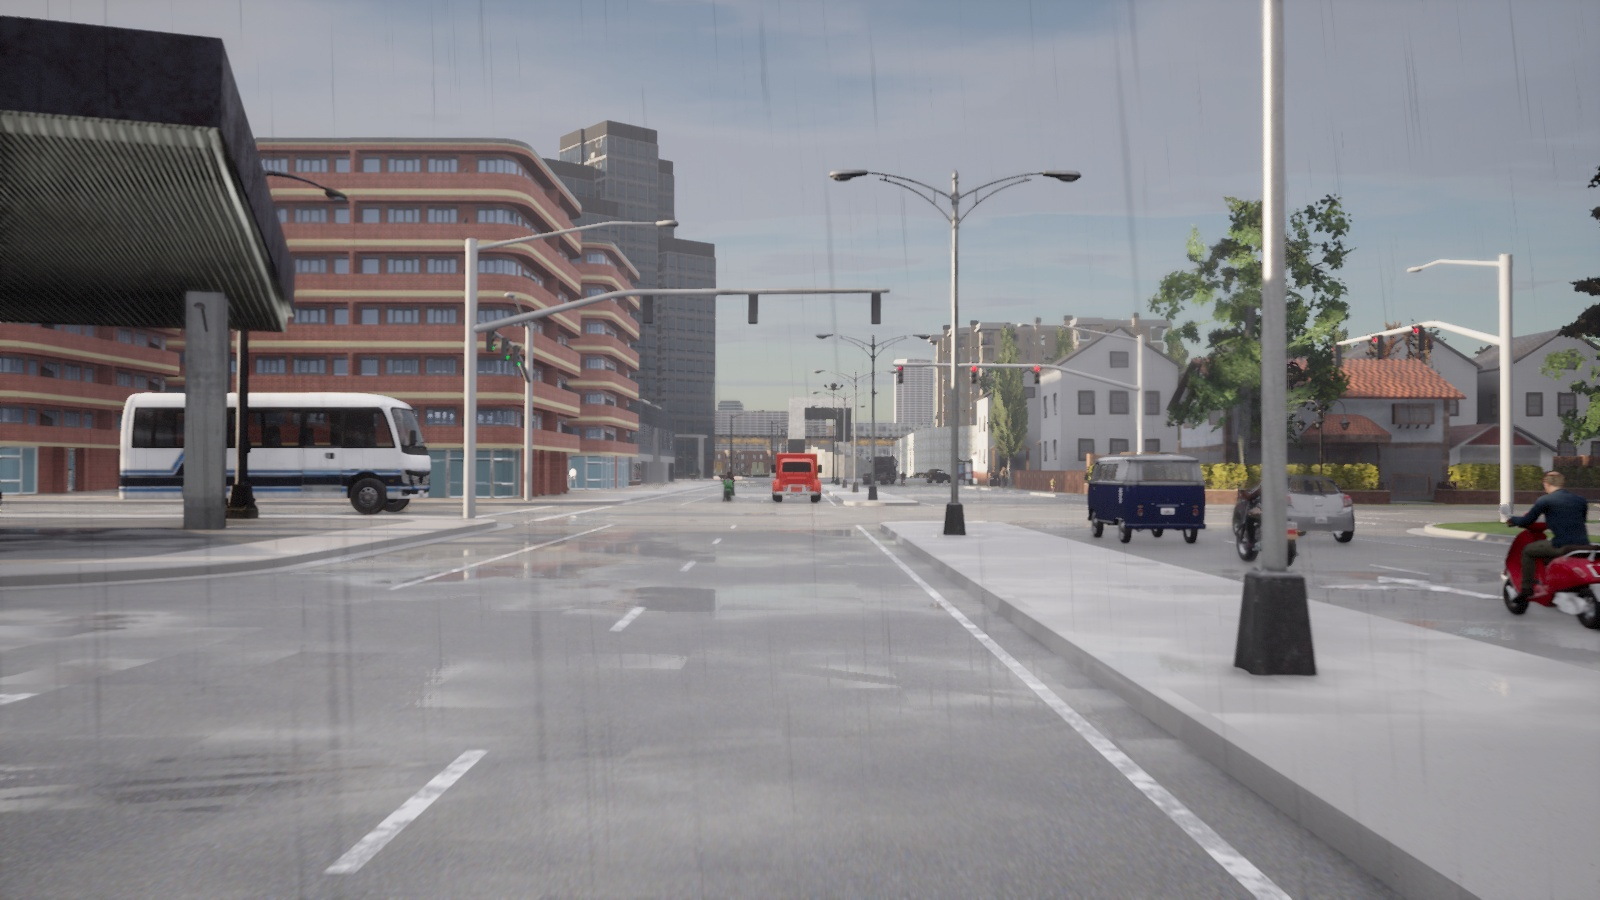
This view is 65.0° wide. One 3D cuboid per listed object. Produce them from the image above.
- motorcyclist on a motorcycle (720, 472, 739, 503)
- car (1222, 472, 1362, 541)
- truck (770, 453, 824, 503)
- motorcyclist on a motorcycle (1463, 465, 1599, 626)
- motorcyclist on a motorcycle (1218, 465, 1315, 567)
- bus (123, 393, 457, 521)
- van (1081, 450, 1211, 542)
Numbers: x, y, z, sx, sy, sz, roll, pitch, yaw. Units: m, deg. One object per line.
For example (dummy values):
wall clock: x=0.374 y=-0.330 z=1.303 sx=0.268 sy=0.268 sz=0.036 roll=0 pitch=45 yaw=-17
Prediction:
motorcyclist on a motorcycle: x=-3.560 y=1.874 z=63.483 sx=0.797 sy=1.523 sz=2.044 roll=0 pitch=-1 yaw=2
car: x=11.429 y=1.275 z=29.419 sx=1.845 sy=1.501 sz=3.633 roll=0 pitch=-1 yaw=0
truck: x=-0.158 y=1.409 z=64.512 sx=2.627 sy=2.467 sz=5.204 roll=0 pitch=-1 yaw=0
motorcyclist on a motorcycle: x=7.967 y=0.959 z=13.336 sx=0.866 sy=1.590 sz=1.817 roll=0 pitch=-1 yaw=0
motorcyclist on a motorcycle: x=7.948 y=1.093 z=21.524 sx=0.766 sy=1.649 sz=2.350 roll=0 pitch=-1 yaw=0
bus: x=-17.883 y=0.258 z=44.695 sx=10.273 sy=4.253 sz=3.944 roll=0 pitch=-1 yaw=-1
van: x=7.928 y=1.024 z=29.195 sx=1.775 sy=1.987 sz=4.442 roll=0 pitch=-1 yaw=0
